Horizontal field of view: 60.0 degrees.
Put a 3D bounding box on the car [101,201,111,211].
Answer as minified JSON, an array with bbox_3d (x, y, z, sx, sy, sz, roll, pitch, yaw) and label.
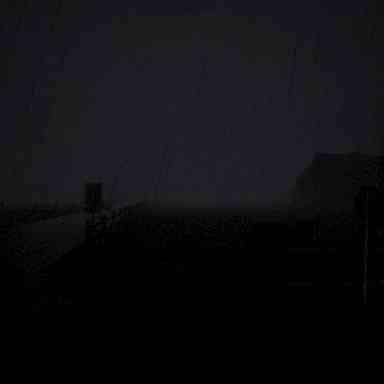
[{"bbox_3d":[-13.690,2.104,51.507,2.033,1.411,5.357,1,-1,-6],"label":"car"}]
